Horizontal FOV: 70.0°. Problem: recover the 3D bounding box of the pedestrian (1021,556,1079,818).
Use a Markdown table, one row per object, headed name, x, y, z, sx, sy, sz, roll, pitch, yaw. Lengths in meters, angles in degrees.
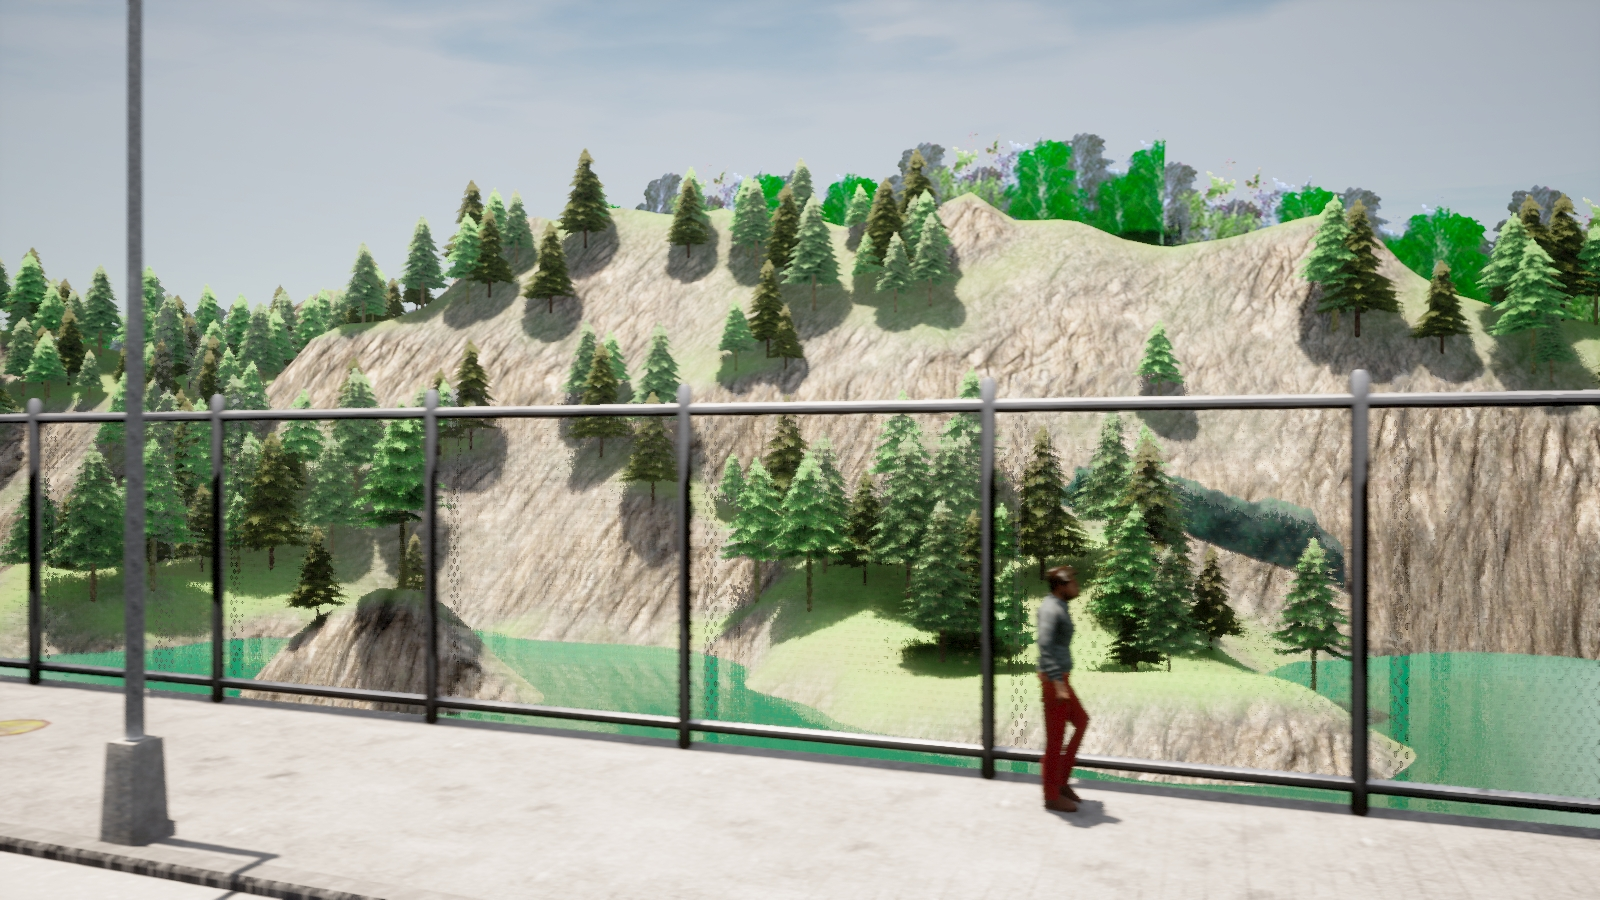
| name | x | y | z | sx | sy | sz | roll | pitch | yaw |
| --- | --- | --- | --- | --- | --- | --- | --- | --- | --- |
| pedestrian | 1.870 | 1.743 | 8.535 | 0.375 | 1.860 | 0.375 | 0 | 0 | 19 |
